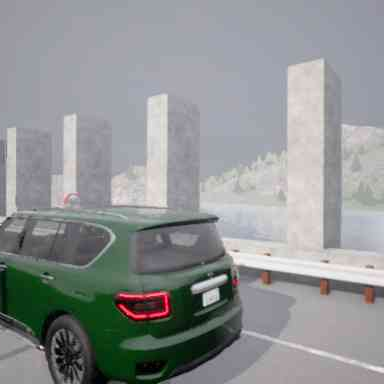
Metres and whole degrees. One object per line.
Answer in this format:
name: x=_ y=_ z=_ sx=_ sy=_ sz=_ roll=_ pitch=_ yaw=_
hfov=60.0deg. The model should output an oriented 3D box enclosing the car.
car: x=-1.893 y=1.235 z=5.354 sx=5.566 sy=2.045 sz=2.150 roll=1 pitch=0 yaw=38
